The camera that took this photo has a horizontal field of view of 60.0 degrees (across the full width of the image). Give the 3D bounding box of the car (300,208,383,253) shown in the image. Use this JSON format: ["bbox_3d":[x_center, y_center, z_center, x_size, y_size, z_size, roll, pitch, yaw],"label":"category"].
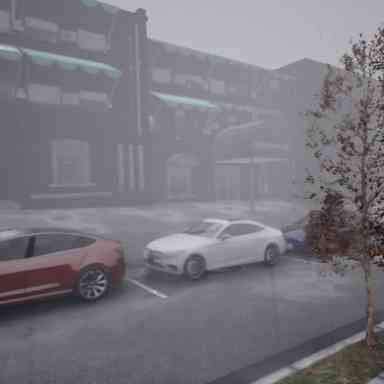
[{"bbox_3d":[5.363,1.490,13.118,4.792,1.488,2.163,0,0,-35],"label":"car"}]

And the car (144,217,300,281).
[{"bbox_3d":[0.849,1.512,9.948,4.674,1.452,2.002,0,0,-35],"label":"car"}]

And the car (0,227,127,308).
[{"bbox_3d":[-3.715,1.511,6.739,4.792,1.488,2.163,0,0,-35],"label":"car"}]
